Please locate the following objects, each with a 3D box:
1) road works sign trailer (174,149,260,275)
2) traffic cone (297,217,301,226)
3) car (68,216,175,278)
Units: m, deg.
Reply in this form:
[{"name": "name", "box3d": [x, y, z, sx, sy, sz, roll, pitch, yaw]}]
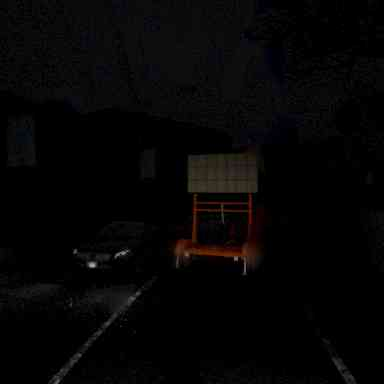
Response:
[{"name": "road works sign trailer", "box3d": [1.007, 0.461, 10.678, 2.380, 3.560, 2.880, 0, 0, 21]}, {"name": "traffic cone", "box3d": [7.166, 1.984, 22.220, 0.340, 0.580, 0.340, 1, 0, 21]}, {"name": "car", "box3d": [-1.873, 1.509, 10.405, 1.812, 1.442, 4.674, 0, 0, 14]}]
